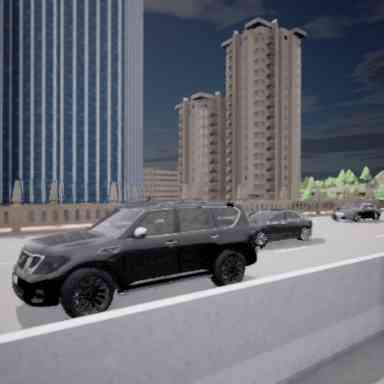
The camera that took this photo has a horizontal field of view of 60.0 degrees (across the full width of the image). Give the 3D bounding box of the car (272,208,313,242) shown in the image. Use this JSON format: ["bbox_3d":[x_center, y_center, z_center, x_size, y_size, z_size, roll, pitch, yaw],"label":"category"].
[{"bbox_3d":[3.490,1.532,15.077,4.892,1.490,1.837,0,0,-35],"label":"car"}]

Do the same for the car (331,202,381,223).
[{"bbox_3d":[12.921,1.559,26.094,4.902,1.511,2.128,0,0,-35],"label":"car"}]

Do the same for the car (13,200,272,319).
[{"bbox_3d":[-0.932,1.230,7.624,5.566,2.045,2.150,0,0,-35],"label":"car"}]
